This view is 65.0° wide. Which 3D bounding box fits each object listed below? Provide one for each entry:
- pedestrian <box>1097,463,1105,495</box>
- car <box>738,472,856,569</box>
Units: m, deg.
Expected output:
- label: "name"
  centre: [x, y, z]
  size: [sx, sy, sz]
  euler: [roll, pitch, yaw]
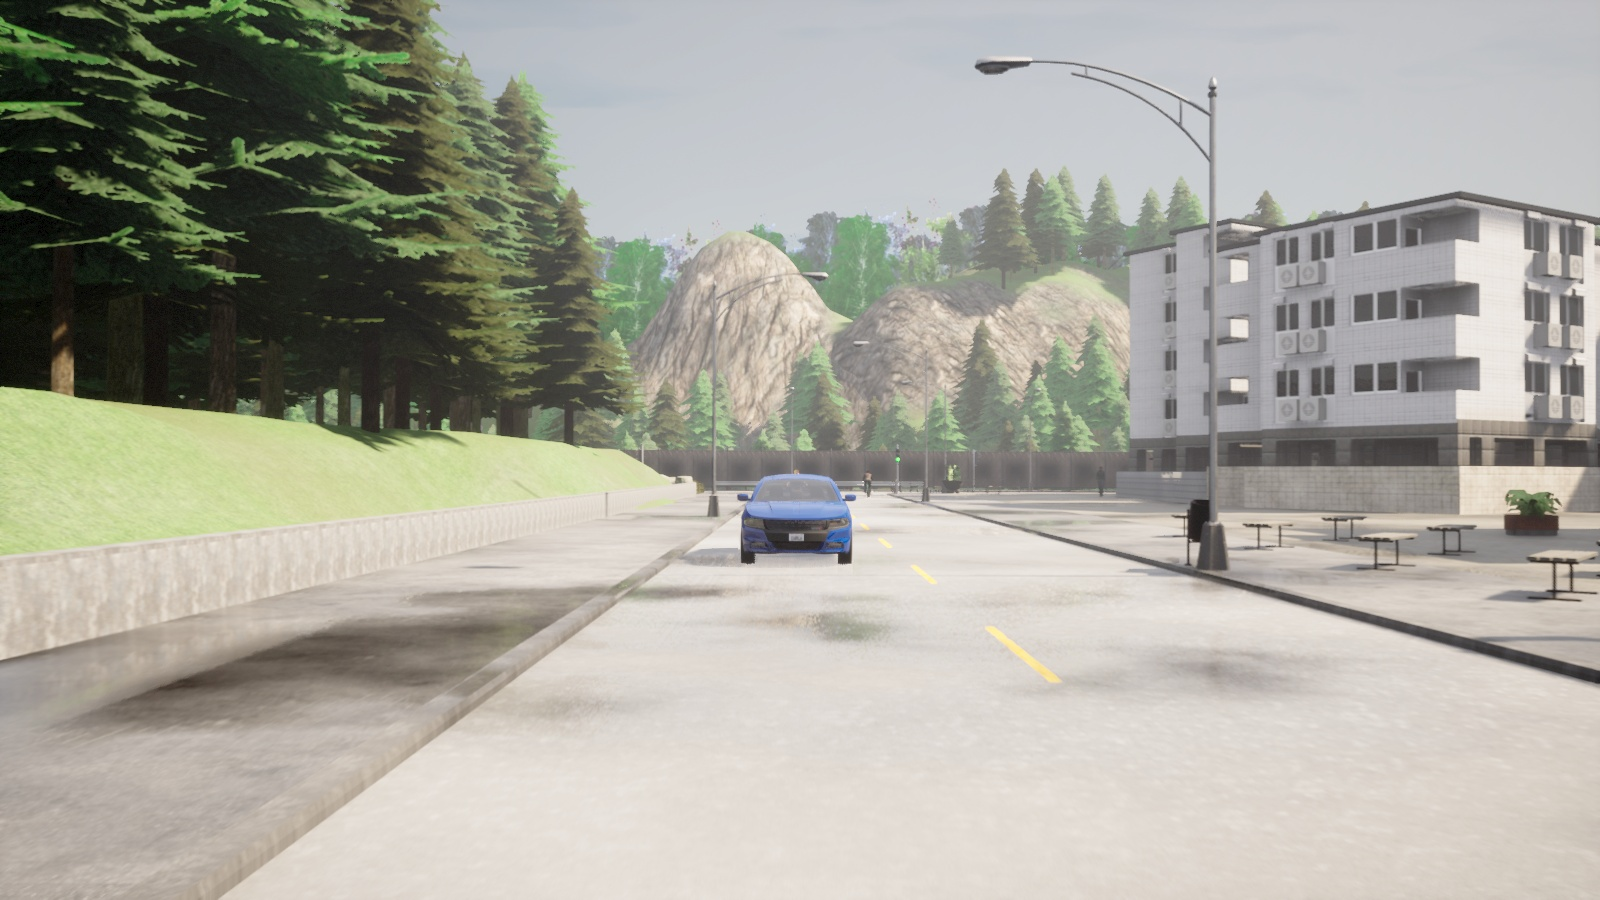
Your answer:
- label: "pedestrian"
  centre: [17.579, 1.682, 73.370]
  size: [0.353, 1.847, 0.614]
  euler: [0, -1, 9]
- label: "car"
  centre: [-0.053, 1.172, 22.641]
  size: [1.882, 1.535, 5.008]
  euler: [0, -1, 0]
